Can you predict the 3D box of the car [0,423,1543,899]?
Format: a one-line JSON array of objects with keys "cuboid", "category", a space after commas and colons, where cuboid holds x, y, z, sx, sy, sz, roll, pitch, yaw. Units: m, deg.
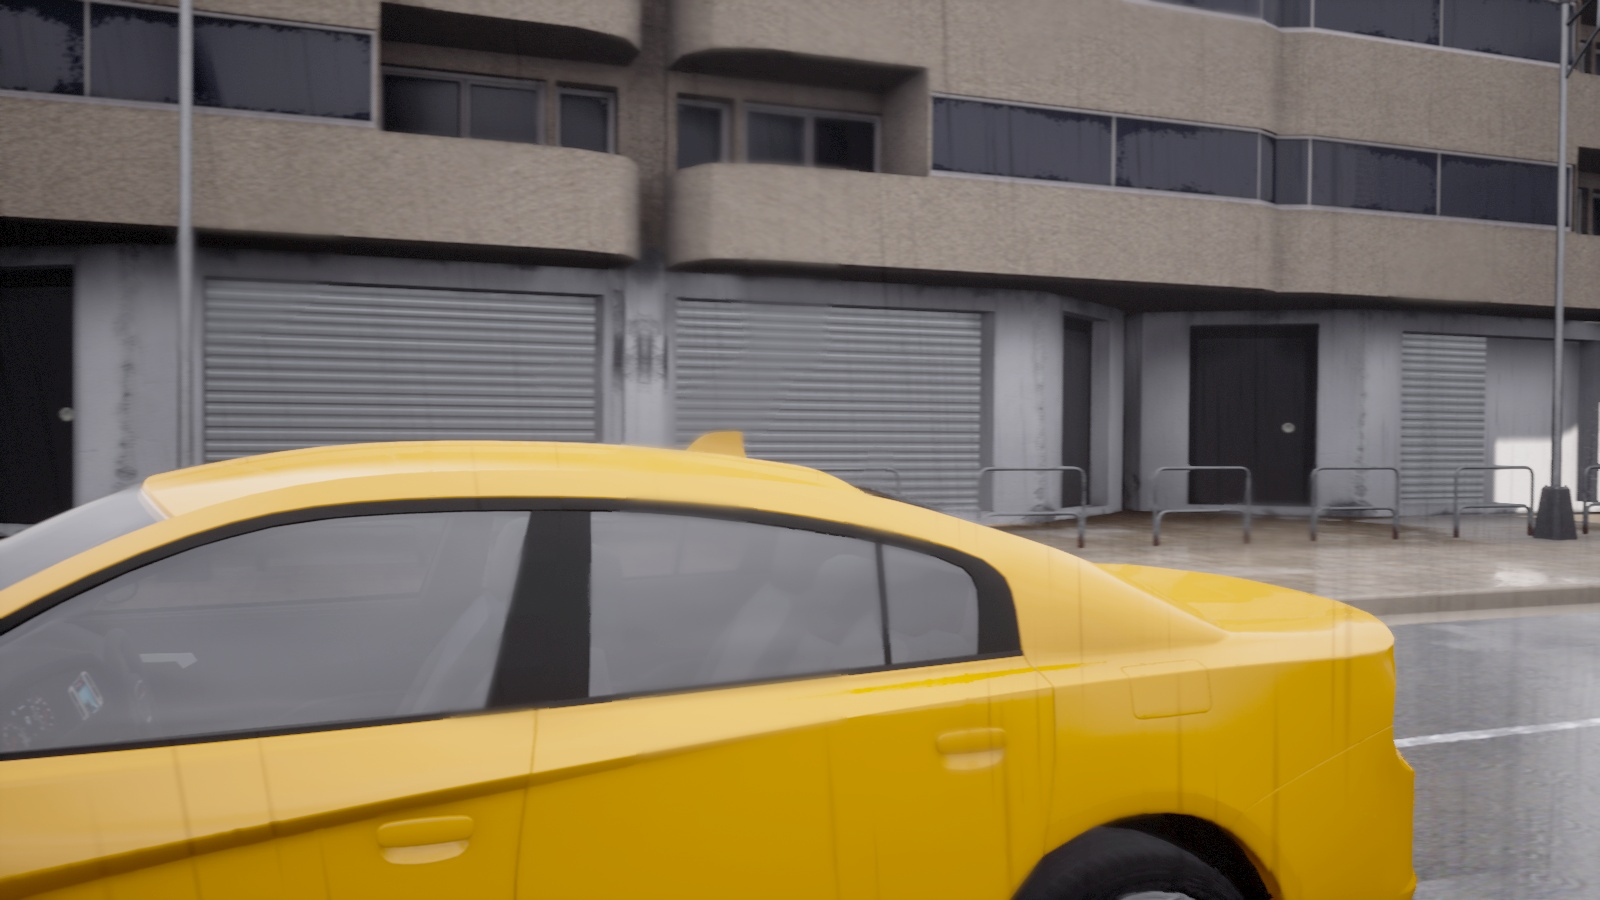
[{"cuboid": [-0.972, 0.738, 2.870, 5.008, 1.535, 1.882, -1, 1, -21], "category": "car"}]
